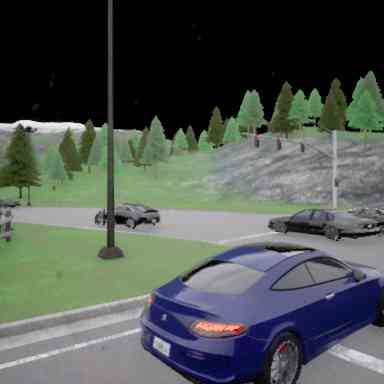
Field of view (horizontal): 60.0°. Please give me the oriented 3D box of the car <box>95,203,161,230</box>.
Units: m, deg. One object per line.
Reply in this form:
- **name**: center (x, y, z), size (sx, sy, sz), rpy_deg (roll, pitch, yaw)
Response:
- **car**: center (-4.154, 1.478, 21.066), size (4.902, 1.511, 2.128), rpy_deg (0, 0, 37)

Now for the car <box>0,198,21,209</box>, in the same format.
- **car**: center (-26.330, 1.540, 45.376), size (5.357, 1.411, 2.033), rpy_deg (0, 0, 5)

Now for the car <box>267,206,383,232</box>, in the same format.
- **car**: center (6.274, 1.525, 16.515), size (2.033, 1.411, 5.357), rpy_deg (0, 0, -35)

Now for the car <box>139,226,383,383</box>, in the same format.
- **car**: center (1.425, 1.520, 5.133), size (4.674, 1.442, 1.812), rpy_deg (0, 0, -40)
